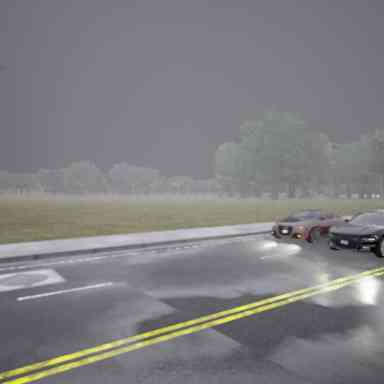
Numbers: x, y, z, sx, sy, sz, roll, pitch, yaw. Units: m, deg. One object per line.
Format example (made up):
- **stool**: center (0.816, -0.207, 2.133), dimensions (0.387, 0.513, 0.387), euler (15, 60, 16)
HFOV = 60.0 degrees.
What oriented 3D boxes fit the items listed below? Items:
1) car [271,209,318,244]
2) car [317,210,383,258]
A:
- **car**: center (5.699, 1.529, 15.729), dimensions (4.181, 1.385, 1.994), euler (0, 0, -35)
- **car**: center (7.252, 1.444, 12.846), dimensions (5.008, 1.535, 1.882), euler (0, 0, -35)
